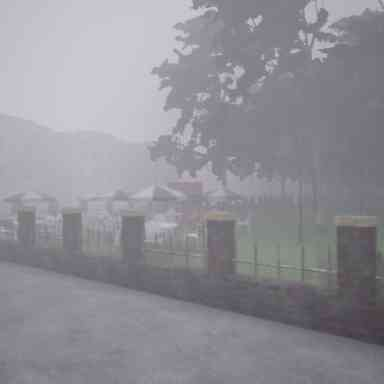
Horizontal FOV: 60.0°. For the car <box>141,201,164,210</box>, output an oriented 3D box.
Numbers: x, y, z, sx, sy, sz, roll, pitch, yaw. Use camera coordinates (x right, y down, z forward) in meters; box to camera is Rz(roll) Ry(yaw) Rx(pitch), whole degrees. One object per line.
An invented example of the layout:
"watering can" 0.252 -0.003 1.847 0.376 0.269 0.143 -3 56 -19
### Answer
"car" -3.745 1.755 38.740 2.128 1.511 4.902 -1 0 36
